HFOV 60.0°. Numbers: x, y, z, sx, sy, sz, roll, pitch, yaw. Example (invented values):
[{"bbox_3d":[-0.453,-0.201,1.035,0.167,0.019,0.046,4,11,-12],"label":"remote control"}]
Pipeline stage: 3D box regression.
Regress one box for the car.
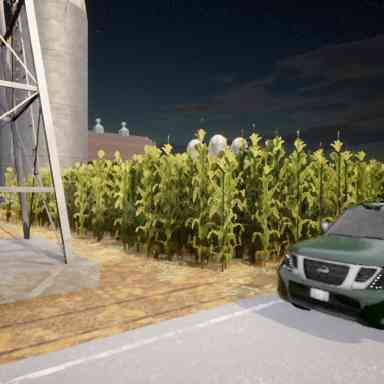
[{"bbox_3d":[4.163,1.220,6.749,5.566,2.045,2.150,0,0,-37],"label":"car"}]
